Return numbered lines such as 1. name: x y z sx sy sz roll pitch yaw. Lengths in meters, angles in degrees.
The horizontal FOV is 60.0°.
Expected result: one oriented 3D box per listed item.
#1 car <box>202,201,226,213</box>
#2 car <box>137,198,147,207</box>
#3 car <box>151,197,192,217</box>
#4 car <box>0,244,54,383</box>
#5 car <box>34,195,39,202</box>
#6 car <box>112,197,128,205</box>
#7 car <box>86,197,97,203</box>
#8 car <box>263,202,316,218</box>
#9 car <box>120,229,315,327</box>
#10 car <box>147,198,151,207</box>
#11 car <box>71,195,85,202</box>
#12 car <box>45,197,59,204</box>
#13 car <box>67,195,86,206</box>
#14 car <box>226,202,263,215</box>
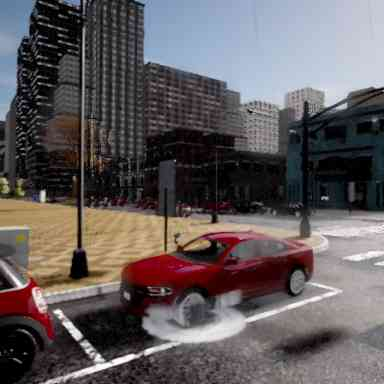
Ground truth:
1. car: 2.846 1.698 39.280 1.802 1.307 4.206 0 -1 -35
2. car: -7.344 1.638 53.857 1.967 1.590 4.097 0 -1 -35
3. car: -1.737 1.438 30.728 1.967 1.590 4.097 0 -1 -35
4. car: -3.877 1.444 3.738 4.097 1.590 1.967 0 1 -35
5. car: -36.301 1.814 80.857 1.752 1.417 4.829 0 -1 -35
6. car: -13.706 1.690 62.953 1.967 1.590 4.097 0 -1 -35
7. car: -23.284 1.856 76.783 1.752 1.417 4.829 0 -1 -35
8. car: 9.088 1.616 30.268 2.008 1.369 4.403 0 -1 -35
9. car: 0.719 1.531 7.017 4.507 1.381 1.887 0 1 -35
10. car: -4.156 1.487 49.313 2.192 1.841 5.009 0 -1 -35
11. car: -29.508 1.698 85.771 2.192 1.841 5.009 0 -1 -35
12. car: -30.075 1.801 71.870 1.947 1.339 4.313 0 -1 -35
13. car: -20.498 1.680 58.040 1.752 1.417 4.829 0 -1 -35
14. car: 5.967 1.656 34.775 1.947 1.339 4.313 0 -1 -35
